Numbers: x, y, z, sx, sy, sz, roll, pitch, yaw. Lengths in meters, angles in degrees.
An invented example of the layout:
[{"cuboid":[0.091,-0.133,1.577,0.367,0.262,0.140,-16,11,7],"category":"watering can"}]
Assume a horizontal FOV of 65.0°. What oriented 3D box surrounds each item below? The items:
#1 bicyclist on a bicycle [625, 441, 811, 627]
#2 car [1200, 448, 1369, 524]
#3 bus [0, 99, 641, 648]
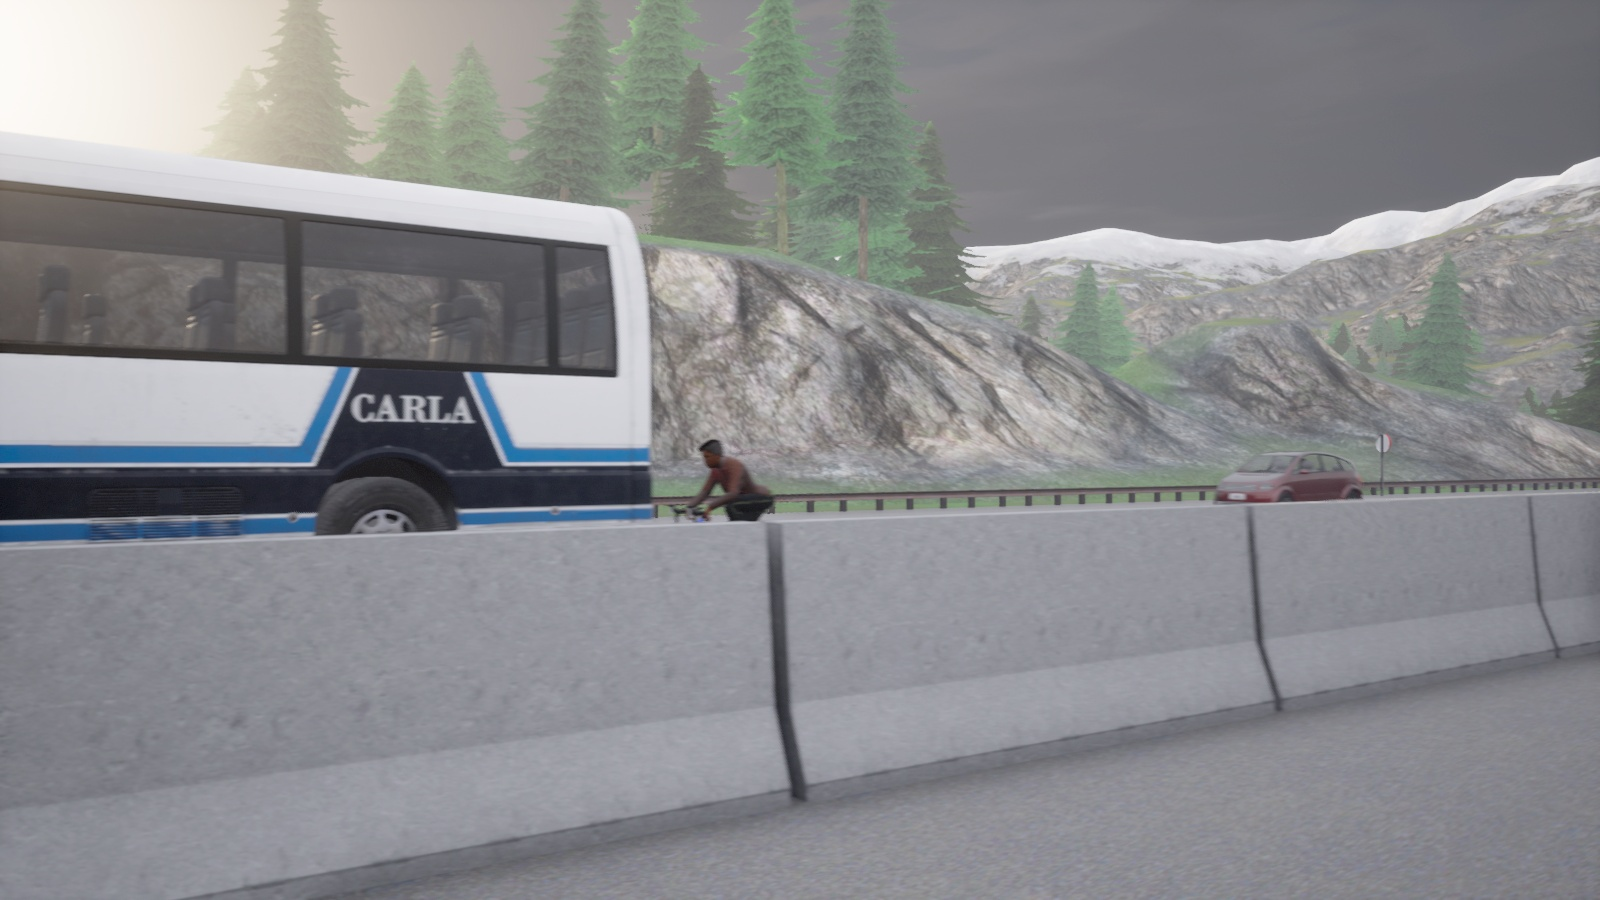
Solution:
[{"cuboid":[-0.745,0.728,11.669,1.656,1.620,0.582,0,0,-35],"category":"bicyclist on a bicycle"},{"cuboid":[10.952,0.763,28.339,3.705,1.549,1.789,-1,0,-35],"category":"car"},{"cuboid":[-6.982,-0.588,11.597,10.273,4.253,3.944,0,0,-35],"category":"bus"}]
